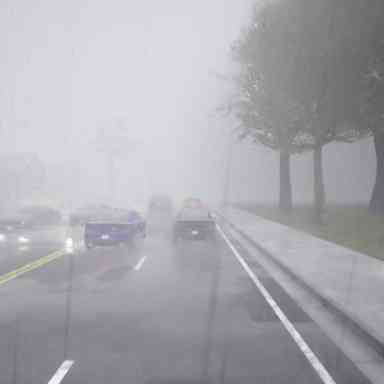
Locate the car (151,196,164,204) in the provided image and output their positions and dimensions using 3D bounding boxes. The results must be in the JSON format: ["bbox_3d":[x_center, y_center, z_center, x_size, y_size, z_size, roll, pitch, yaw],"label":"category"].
[{"bbox_3d":[-6.515,1.573,63.559,1.994,1.385,4.181,0,0,1],"label":"car"}]

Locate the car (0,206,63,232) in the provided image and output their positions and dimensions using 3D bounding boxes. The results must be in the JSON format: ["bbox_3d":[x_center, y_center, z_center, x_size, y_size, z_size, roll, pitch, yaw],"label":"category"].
[{"bbox_3d":[-9.849,1.554,20.652,2.033,1.411,5.357,0,0,0],"label":"car"}]

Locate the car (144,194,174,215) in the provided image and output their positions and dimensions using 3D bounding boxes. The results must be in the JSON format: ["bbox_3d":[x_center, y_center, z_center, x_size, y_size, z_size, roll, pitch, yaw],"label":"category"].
[{"bbox_3d":[-3.146,1.233,33.980,2.150,2.045,5.566,0,0,0],"label":"car"}]

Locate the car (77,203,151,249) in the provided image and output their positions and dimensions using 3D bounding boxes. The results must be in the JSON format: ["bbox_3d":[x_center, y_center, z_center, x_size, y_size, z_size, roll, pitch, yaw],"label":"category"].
[{"bbox_3d":[-3.148,1.482,14.562,1.882,1.535,5.008,0,0,0],"label":"car"}]

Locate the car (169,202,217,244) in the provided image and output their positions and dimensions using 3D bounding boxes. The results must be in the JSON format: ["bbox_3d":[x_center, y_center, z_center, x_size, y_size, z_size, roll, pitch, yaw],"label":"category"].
[{"bbox_3d":[0.102,1.483,15.906,1.882,1.535,5.008,0,0,0],"label":"car"}]

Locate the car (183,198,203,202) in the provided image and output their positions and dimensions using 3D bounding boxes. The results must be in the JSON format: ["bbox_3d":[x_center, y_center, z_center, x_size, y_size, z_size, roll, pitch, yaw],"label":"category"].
[{"bbox_3d":[0.105,1.364,34.274,2.097,1.767,4.553,0,0,0],"label":"car"}]

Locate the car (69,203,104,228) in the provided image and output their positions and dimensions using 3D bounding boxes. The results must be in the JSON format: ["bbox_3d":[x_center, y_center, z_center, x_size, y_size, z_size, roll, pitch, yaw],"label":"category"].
[{"bbox_3d":[-6.597,1.485,22.297,1.882,1.535,5.008,0,0,0],"label":"car"}]

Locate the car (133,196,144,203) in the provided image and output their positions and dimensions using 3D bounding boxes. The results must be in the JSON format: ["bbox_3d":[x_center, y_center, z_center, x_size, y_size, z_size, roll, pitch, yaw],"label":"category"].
[{"bbox_3d":[-9.776,1.516,61.759,1.837,1.490,4.892,0,0,1],"label":"car"}]
